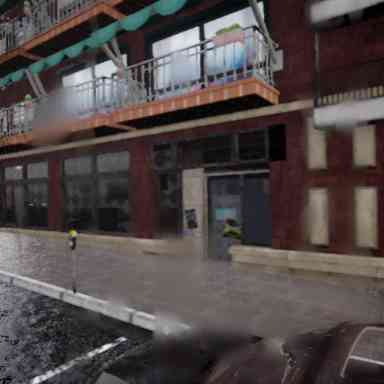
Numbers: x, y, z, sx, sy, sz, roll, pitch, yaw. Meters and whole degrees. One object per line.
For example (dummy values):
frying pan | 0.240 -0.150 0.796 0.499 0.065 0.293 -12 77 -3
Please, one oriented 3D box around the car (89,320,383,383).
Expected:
car | 1.117 1.551 1.953 4.403 1.369 2.008 1 -1 36
